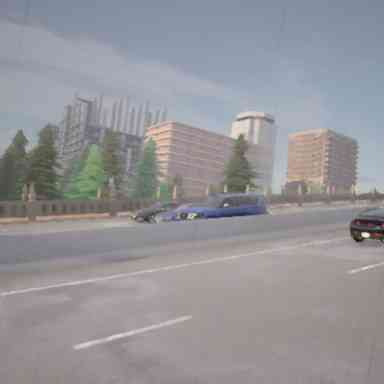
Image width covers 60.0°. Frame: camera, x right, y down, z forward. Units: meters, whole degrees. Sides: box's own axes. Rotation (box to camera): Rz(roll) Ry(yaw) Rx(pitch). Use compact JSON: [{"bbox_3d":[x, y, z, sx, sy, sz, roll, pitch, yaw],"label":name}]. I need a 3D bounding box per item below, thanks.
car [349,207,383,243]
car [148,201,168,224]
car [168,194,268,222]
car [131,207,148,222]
[{"bbox_3d":[8.675,1.385,14.240,4.892,1.490,1.837,-1,0,-35],"label":"car"},{"bbox_3d":[-0.138,1.444,21.093,4.674,1.442,1.812,-1,1,-36],"label":"car"},{"bbox_3d":[1.750,1.140,18.140,5.566,2.045,2.150,-1,1,-36],"label":"car"},{"bbox_3d":[-2.006,1.420,24.060,4.892,1.490,1.837,-1,1,-36],"label":"car"}]
